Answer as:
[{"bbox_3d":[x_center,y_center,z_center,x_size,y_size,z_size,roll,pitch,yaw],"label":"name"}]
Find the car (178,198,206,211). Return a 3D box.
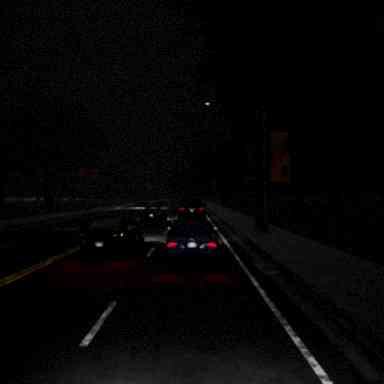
[{"bbox_3d":[0.007,1.501,27.577,2.150,2.045,5.566,0,0,0],"label":"car"}]

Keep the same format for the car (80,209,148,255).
[{"bbox_3d":[-3.223,1.664,13.921,1.812,1.442,4.674,0,0,1],"label":"car"}]

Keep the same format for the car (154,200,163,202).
[{"bbox_3d":[-6.523,2.255,64.553,1.895,1.301,4.718,0,-1,1],"label":"car"}]

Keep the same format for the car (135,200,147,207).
[{"bbox_3d":[-9.770,2.255,64.538,1.895,1.301,4.718,0,-1,0],"label":"car"}]

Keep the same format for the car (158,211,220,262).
[{"bbox_3d":[0.009,1.673,12.545,2.033,1.411,5.357,0,-1,0],"label":"car"}]

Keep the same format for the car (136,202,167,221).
[{"bbox_3d":[-3.228,1.850,28.513,1.994,1.385,4.181,0,0,0],"label":"car"}]
